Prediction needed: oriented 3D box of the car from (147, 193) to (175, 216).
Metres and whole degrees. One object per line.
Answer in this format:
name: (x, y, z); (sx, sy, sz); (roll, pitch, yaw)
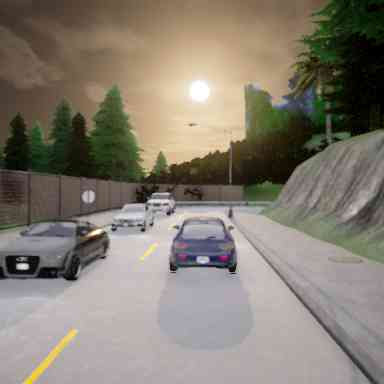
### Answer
car: (-2.919, 1.094, 31.589); (2.150, 2.045, 5.566); (1, 0, 3)

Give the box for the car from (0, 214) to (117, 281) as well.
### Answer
car: (-3.779, 1.499, 9.547); (1.994, 1.385, 4.181); (1, 0, 2)

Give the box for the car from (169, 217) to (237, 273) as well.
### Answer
car: (0.359, 1.499, 10.474); (1.812, 1.442, 4.674); (1, 0, 2)

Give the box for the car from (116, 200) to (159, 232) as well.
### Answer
car: (-3.384, 1.431, 19.740); (1.812, 1.442, 4.674); (1, 0, 2)
